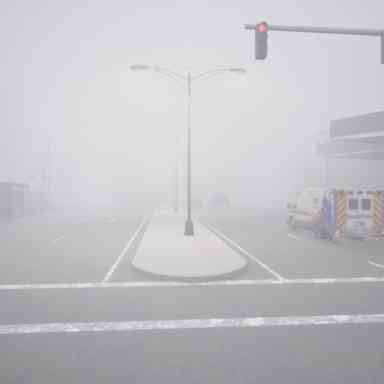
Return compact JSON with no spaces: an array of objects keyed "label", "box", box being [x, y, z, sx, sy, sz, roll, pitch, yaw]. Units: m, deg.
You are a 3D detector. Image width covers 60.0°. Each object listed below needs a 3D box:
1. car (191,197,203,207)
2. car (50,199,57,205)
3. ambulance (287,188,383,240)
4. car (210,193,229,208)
[{"label":"car","box":[0.503,1.478,50.110,1.882,1.535,5.008,0,0,-4]},{"label":"car","box":[-25.591,1.525,56.701,4.674,1.442,1.812,0,0,-5]},{"label":"ambulance","box":[6.854,1.031,16.949,2.351,2.431,6.366,0,0,-5]},{"label":"car","box":[4.103,1.221,49.523,2.150,2.045,5.566,0,0,-5]}]
